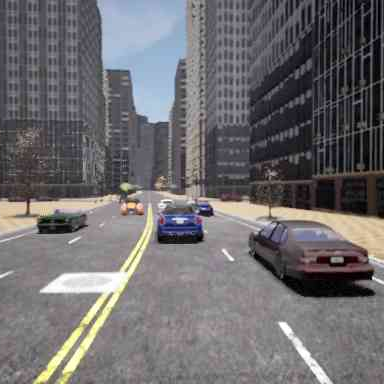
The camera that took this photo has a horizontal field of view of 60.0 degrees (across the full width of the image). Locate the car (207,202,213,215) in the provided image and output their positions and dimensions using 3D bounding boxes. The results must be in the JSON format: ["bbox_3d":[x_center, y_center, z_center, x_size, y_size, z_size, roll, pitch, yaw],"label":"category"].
[{"bbox_3d":[0.861,1.534,32.940,1.994,1.385,4.181,0,0,-7],"label":"car"}]

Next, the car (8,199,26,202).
[{"bbox_3d":[-35.678,1.449,68.664,4.206,1.307,1.802,0,0,-6],"label":"car"}]

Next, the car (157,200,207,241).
[{"bbox_3d":[-0.681,1.343,16.866,2.097,1.767,4.553,0,0,-4],"label":"car"}]

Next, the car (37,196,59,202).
[{"bbox_3d":[-30.022,1.464,69.249,4.313,1.339,1.947,0,0,-6],"label":"car"}]

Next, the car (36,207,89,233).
[{"bbox_3d":[-7.605,1.611,19.871,1.895,1.301,4.718,0,0,-6],"label":"car"}]

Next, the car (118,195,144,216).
[{"bbox_3d":[-5.864,1.346,32.929,2.097,1.767,4.553,0,0,-7],"label":"car"}]

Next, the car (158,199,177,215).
[{"bbox_3d":[-2.614,1.506,34.575,1.812,1.442,4.674,0,0,-7],"label":"car"}]

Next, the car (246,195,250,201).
[{"bbox_3d":[13.179,1.509,82.565,4.829,1.417,1.752,0,0,-6],"label":"car"}]

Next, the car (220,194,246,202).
[{"bbox_3d":[8.660,1.412,73.637,5.009,1.841,2.192,0,0,-6],"label":"car"}]

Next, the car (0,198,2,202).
[{"bbox_3d":[-41.335,1.402,68.118,4.313,1.339,1.947,0,0,-6],"label":"car"}]

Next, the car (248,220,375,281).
[{"bbox_3d":[3.056,1.534,9.789,2.033,1.411,5.357,0,0,-3],"label":"car"}]

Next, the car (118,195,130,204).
[{"bbox_3d":[-12.880,1.390,63.067,1.837,1.490,4.892,0,0,-7],"label":"car"}]
